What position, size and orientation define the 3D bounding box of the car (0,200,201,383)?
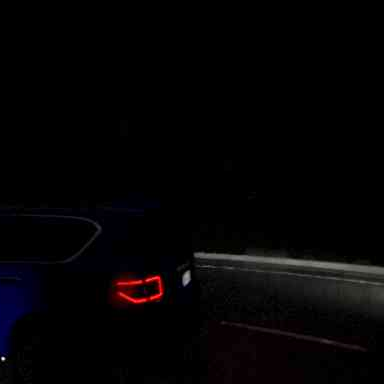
[{"bbox_3d":[-2.643,1.150,4.798,5.566,2.045,2.150,0,0,16],"label":"car"}]
